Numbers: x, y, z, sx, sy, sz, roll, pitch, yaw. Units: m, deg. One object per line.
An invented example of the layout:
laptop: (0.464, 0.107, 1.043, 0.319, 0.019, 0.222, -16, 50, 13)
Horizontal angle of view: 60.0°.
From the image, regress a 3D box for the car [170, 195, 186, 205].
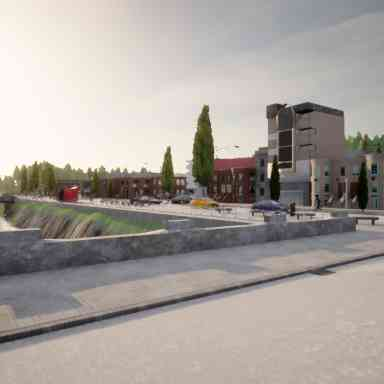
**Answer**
car: (-1.838, 1.352, 56.138, 2.097, 1.767, 4.553, 0, 0, -35)

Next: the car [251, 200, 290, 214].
car: (8.254, 1.526, 34.717, 1.812, 1.442, 4.674, 0, 0, -36)

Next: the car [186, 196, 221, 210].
car: (1.731, 1.478, 43.873, 1.882, 1.535, 5.008, 0, 0, -35)

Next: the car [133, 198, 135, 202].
car: (-10.693, 1.526, 68.586, 1.812, 1.442, 4.674, 0, 0, -36)

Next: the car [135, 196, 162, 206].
car: (-7.193, 1.548, 56.556, 2.033, 1.411, 5.357, 0, 0, -35)

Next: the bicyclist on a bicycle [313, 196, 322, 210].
bicyclist on a bicycle: (14.992, 1.349, 39.699, 1.656, 1.620, 0.582, 0, 0, -35)
